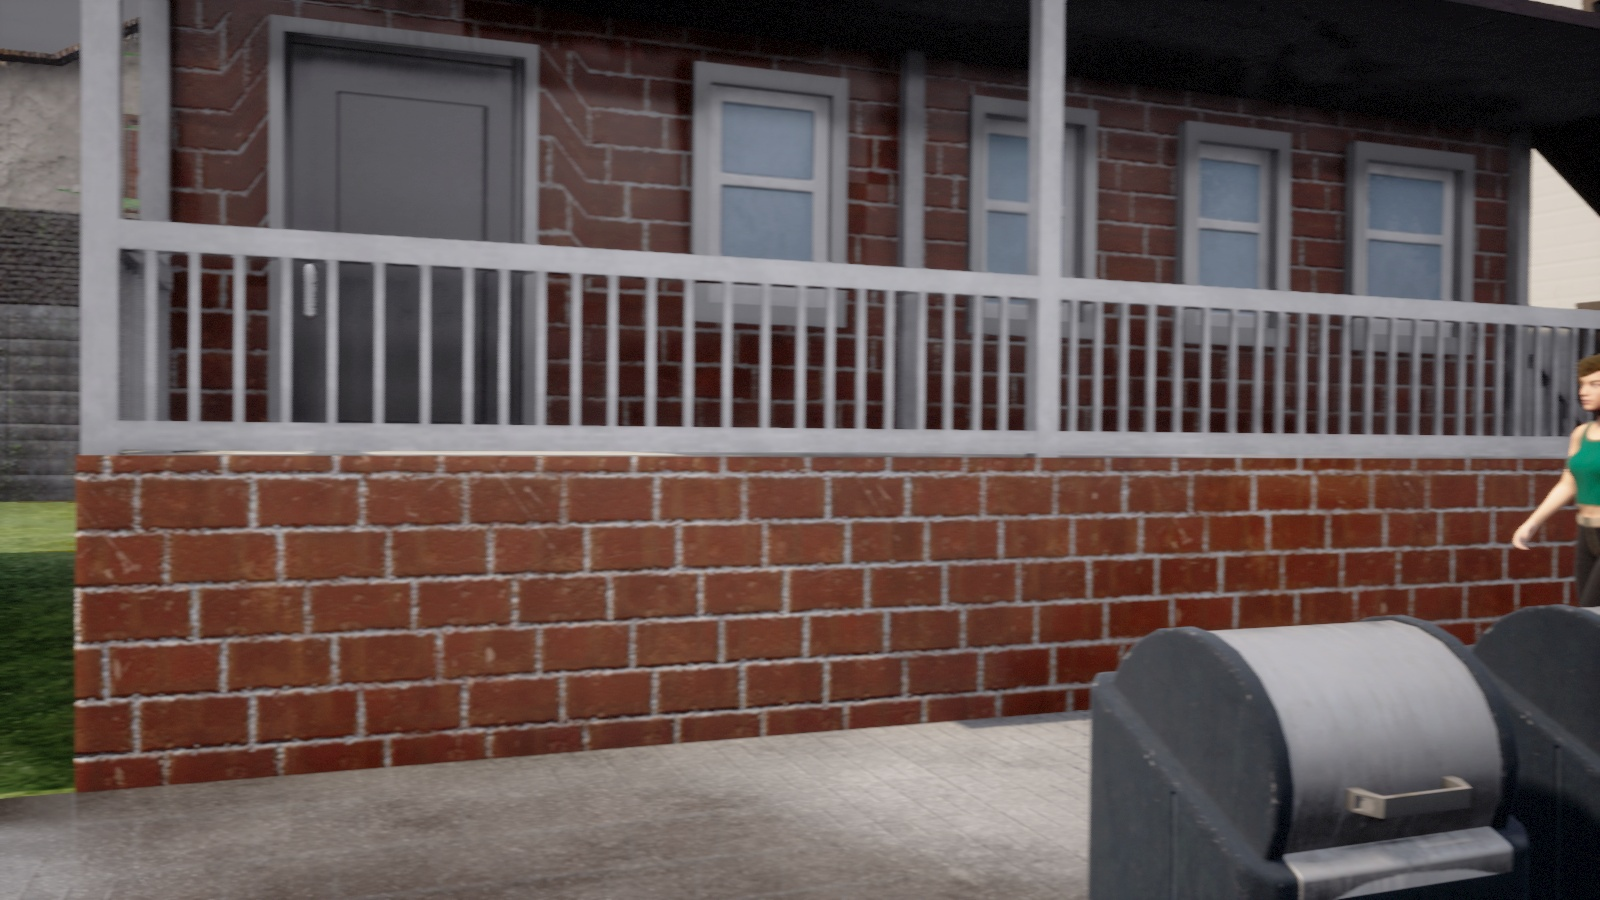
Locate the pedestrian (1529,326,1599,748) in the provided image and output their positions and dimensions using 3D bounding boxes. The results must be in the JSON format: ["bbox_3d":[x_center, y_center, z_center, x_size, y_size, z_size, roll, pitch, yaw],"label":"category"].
[{"bbox_3d":[3.673,0.376,5.646,0.594,1.836,0.345,-1,1,-3],"label":"pedestrian"}]
